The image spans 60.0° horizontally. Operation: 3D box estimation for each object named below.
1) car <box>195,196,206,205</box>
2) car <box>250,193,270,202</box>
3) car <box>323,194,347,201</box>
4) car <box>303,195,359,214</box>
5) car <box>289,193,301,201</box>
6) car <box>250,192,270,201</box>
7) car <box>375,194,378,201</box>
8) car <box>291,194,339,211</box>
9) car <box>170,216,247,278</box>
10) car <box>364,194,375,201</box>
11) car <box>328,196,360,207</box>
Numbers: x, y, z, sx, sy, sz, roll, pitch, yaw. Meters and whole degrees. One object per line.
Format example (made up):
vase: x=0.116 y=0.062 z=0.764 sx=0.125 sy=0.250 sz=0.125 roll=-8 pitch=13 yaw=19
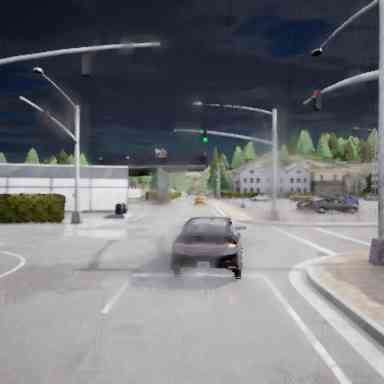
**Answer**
car: x=1.454 y=1.448 z=59.821 sx=1.882 sy=1.535 sz=5.008 roll=0 pitch=0 yaw=1
car: x=14.274 y=1.338 z=69.901 sx=3.806 sy=1.475 sz=1.970 roll=0 pitch=0 yaw=1
car: x=32.881 y=1.289 z=76.562 sx=4.514 sy=1.523 sz=2.007 roll=0 pitch=0 yaw=1
car: x=13.737 y=1.335 z=32.510 sx=4.514 sy=1.523 sz=2.007 roll=0 pitch=0 yaw=1
car: x=22.753 y=1.082 z=69.793 sx=4.605 sy=1.855 sz=1.932 roll=0 pitch=0 yaw=1
car: x=14.942 y=1.053 z=73.214 sx=3.866 sy=1.878 sz=1.905 roll=0 pitch=0 yaw=1
car: x=40.080 y=1.157 z=66.357 sx=5.027 sy=1.636 sz=2.152 roll=0 pitch=0 yaw=1
car: x=13.738 y=1.325 z=35.648 sx=5.027 sy=1.636 sz=2.152 roll=0 pitch=0 yaw=1
car: x=0.615 y=1.487 z=10.180 sx=2.128 sy=1.511 sz=4.902 roll=0 pitch=0 yaw=8
car: x=39.866 y=1.232 z=72.779 sx=3.806 sy=1.475 sz=1.970 roll=0 pitch=0 yaw=1
car: x=21.614 y=1.315 z=47.360 sx=3.633 sy=1.501 sz=1.845 roll=0 pitch=0 yaw=1
